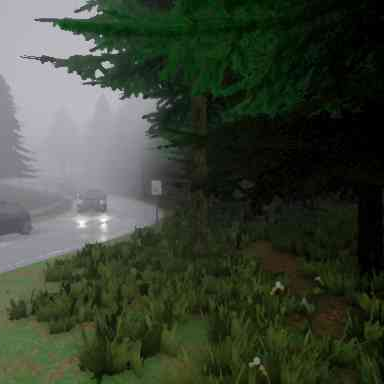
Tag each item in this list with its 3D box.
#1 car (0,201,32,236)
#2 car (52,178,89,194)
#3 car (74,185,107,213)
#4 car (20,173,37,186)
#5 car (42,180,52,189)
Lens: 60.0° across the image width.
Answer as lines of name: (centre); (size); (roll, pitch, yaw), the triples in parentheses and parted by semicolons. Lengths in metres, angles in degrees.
car: (-9.365, 1.243, 14.673); (2.097, 1.767, 4.553); (0, 2, 15)
car: (-12.866, -0.410, 36.608); (5.566, 2.045, 2.150); (7, 5, 44)
car: (-7.994, 0.641, 26.966); (2.097, 1.767, 4.553); (0, 4, -12)
car: (-25.830, -2.127, 52.412); (2.150, 2.045, 5.566); (0, 5, -30)
car: (-18.493, -0.951, 45.360); (4.892, 1.490, 1.837); (6, 4, 38)
